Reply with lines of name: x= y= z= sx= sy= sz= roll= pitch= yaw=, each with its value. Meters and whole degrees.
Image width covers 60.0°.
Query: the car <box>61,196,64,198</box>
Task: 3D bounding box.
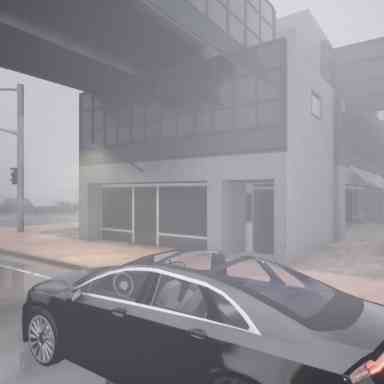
car: x=-12.565 y=1.478 z=39.660 sx=1.882 sy=1.535 sz=5.008 roll=0 pitch=0 yaw=37

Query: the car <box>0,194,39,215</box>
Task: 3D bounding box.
car: x=-17.903 y=1.352 z=32.429 sx=2.097 sy=1.767 sz=4.553 roll=0 pitch=0 yaw=36

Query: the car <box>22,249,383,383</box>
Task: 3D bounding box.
car: x=-0.217 y=1.492 z=4.148 sx=4.902 sy=1.511 sz=2.128 roll=0 pitch=0 yaw=35

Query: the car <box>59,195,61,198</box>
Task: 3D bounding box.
car: x=-28.861 y=1.364 z=71.730 sx=3.905 sy=1.438 sz=1.784 roll=0 pitch=0 yaw=35

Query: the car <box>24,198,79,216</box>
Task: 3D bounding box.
car: x=-13.405 y=1.601 z=32.655 sx=1.895 sy=1.301 sz=4.718 roll=0 pitch=0 yaw=36

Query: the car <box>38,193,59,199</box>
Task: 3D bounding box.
car: x=-30.588 y=1.153 z=69.404 sx=4.605 sy=1.855 sz=1.932 roll=0 pitch=0 yaw=35
